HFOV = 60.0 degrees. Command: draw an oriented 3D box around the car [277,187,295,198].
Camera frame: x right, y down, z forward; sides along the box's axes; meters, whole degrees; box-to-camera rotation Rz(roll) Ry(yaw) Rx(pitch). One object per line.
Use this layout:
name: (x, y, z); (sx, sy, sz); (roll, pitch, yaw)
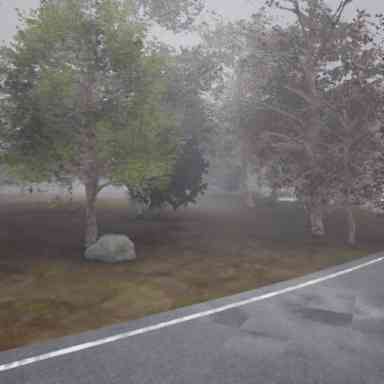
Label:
car: (14.232, 0.083, 51.338); (1.812, 1.442, 4.674); (-4, 2, 3)

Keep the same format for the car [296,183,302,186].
car: (20.841, -1.050, 67.194); (4.892, 1.490, 1.837); (-6, 4, -42)
